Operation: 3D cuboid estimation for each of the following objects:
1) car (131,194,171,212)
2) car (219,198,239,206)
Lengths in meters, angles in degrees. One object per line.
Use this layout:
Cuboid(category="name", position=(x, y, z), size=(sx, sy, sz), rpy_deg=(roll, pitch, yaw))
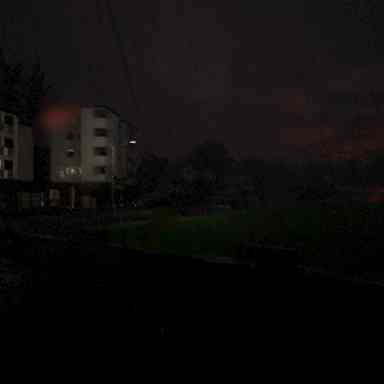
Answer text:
Cuboid(category="car", position=(-4.863, 1.253, 40.372), size=(2.150, 2.045, 5.566), rpy_deg=(0, 0, 36))
Cuboid(category="car", position=(6.171, 1.632, 55.647), size=(1.994, 1.385, 4.181), rpy_deg=(0, 0, 36))
